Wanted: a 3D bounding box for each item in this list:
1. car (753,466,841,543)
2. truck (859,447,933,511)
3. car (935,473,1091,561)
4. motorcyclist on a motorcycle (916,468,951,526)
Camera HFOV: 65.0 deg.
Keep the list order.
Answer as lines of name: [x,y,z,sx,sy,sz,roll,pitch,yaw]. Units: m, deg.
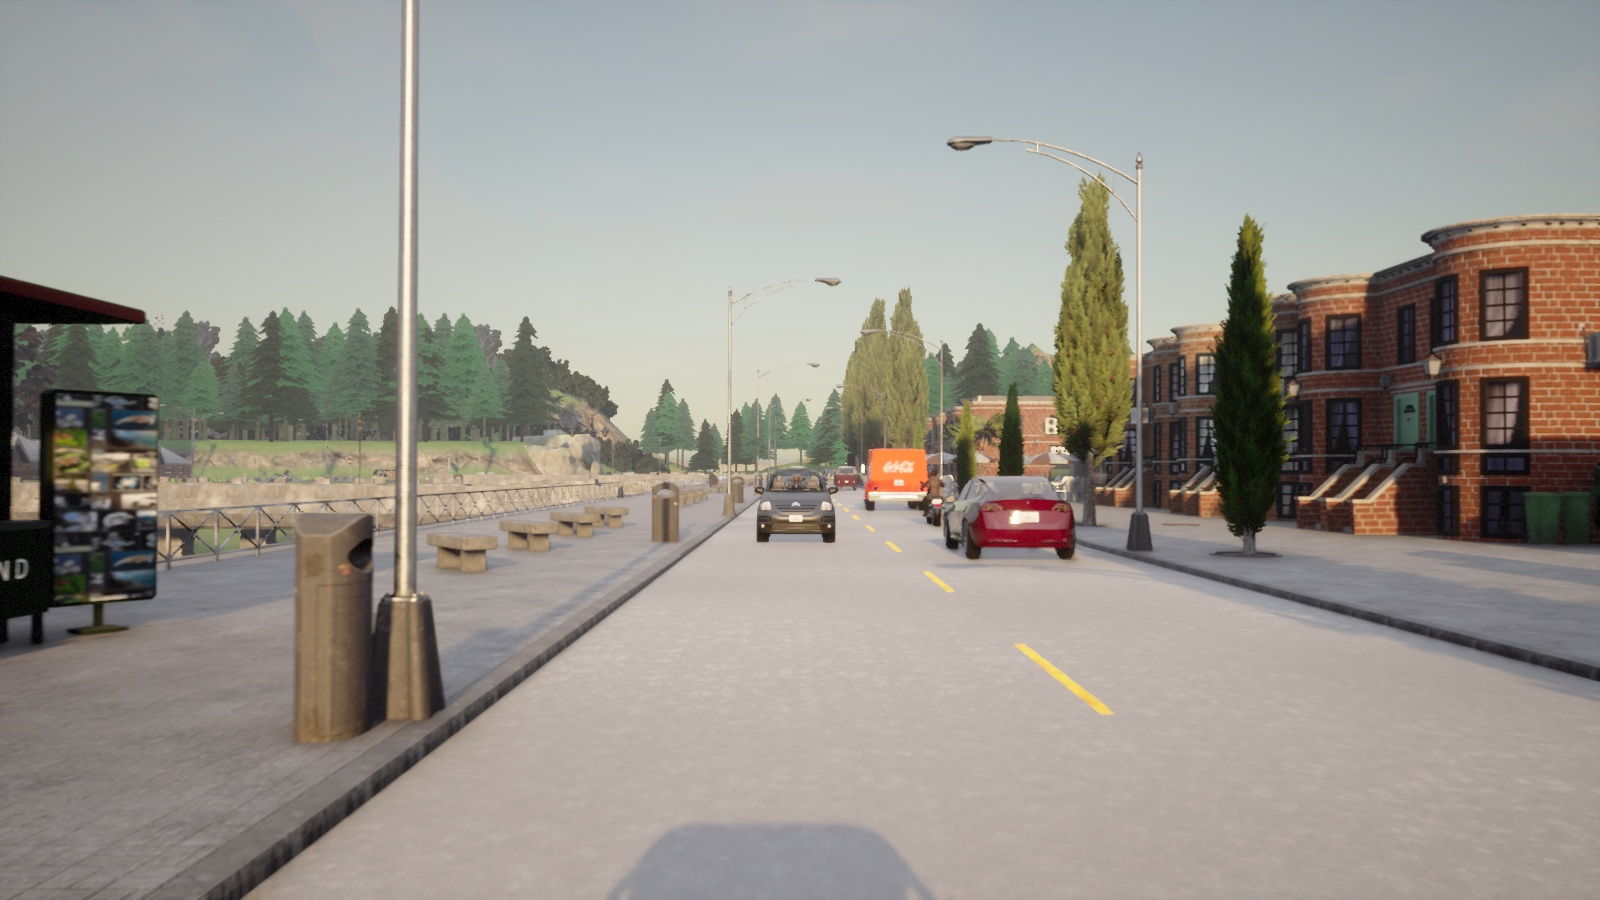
car: [-0.074,1.190,28.459,1.851,1.617,3.988,0,-1,0]
truck: [3.863,1.177,51.671,2.627,2.467,5.204,0,-1,0]
car: [3.936,1.202,24.108,2.163,1.488,4.792,0,-1,0]
motorcyclist on a motorcycle: [3.903,1.367,36.904,0.766,1.649,2.350,0,-1,0]
